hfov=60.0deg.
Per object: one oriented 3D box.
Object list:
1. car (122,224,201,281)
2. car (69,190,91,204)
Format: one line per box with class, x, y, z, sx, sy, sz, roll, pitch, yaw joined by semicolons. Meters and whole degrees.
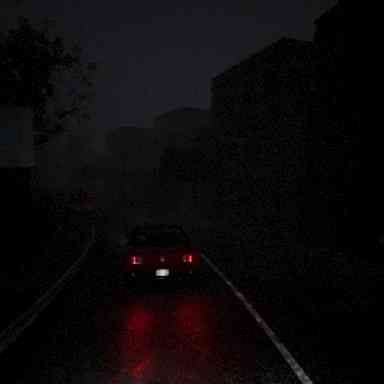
car;-1.044;1.615;10.031;1.895;1.301;4.718;-1;0;-9
car;-14.681;0.461;43.322;2.097;1.767;4.553;-2;4;-29
